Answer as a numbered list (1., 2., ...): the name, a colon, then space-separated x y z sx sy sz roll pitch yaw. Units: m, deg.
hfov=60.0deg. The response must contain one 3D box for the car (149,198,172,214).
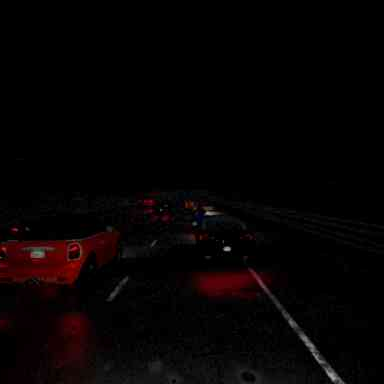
1. car: -3.401 1.750 38.857 2.128 1.511 4.902 0 0 0

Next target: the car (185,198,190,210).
1. car: 0.025 1.672 48.364 2.097 1.767 4.553 0 0 0

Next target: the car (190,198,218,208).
1. car: 1.049 1.500 22.369 2.097 1.767 4.553 0 0 0

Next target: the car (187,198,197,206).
1. car: -0.002 1.976 65.380 2.033 1.411 5.357 0 0 0

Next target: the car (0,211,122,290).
1. car: -3.400 1.412 9.449 2.097 1.767 4.553 0 0 0

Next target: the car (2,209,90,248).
1. car: -6.897 1.655 16.502 2.033 1.411 5.357 0 0 0

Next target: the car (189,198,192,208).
1. car: 1.049 1.540 28.370 2.097 1.767 4.553 0 0 0

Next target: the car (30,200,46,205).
1. car: -24.563 1.918 53.988 1.994 1.385 4.181 0 0 0

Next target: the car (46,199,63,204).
1. car: -21.070 1.857 53.573 1.837 1.490 4.892 0 0 0

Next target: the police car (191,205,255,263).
1. police car: 1.050 1.506 12.507 1.930 1.638 5.238 0 0 0

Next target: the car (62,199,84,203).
1. car: -17.579 1.935 50.732 1.895 1.301 4.718 0 0 0

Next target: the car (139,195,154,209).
1. car: -6.902 1.562 52.025 2.150 2.045 5.566 0 -1 0
